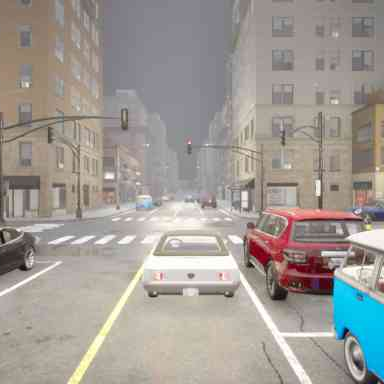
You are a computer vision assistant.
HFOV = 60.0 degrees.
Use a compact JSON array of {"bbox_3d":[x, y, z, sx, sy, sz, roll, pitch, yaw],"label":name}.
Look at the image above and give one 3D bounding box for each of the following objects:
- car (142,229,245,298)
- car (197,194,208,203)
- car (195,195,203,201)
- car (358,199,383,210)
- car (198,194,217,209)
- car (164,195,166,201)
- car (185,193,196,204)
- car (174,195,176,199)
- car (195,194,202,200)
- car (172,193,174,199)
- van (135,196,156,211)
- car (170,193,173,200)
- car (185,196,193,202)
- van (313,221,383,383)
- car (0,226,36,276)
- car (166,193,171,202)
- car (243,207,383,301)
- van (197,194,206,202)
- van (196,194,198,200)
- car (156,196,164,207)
[{"bbox_3d":[-0.018,1.601,8.491,1.895,1.301,4.718,0,0,0],"label":"car"},{"bbox_3d":[2.075,1.306,67.267,2.192,1.841,5.009,0,0,-1],"label":"car"},{"bbox_3d":[1.854,1.511,89.060,1.752,1.417,4.829,0,0,-1],"label":"car"},{"bbox_3d":[13.088,1.286,23.242,4.553,1.767,2.097,0,0,-1],"label":"car"},{"bbox_3d":[2.295,1.310,45.642,2.192,1.841,5.009,0,0,-1],"label":"car"},{"bbox_3d":[-5.913,1.537,56.378,1.887,1.381,4.507,0,0,-1],"label":"car"},{"bbox_3d":[-0.483,1.483,65.078,2.128,1.511,4.902,0,0,-1],"label":"car"},{"bbox_3d":[-6.204,1.300,88.815,2.192,1.841,5.009,0,0,-1],"label":"car"},{"bbox_3d":[1.801,1.424,94.296,1.967,1.590,4.097,0,0,-1],"label":"car"},{"bbox_3d":[-6.155,1.552,83.409,1.947,1.339,4.313,0,0,-1],"label":"car"},{"bbox_3d":[-5.767,1.337,40.160,1.690,1.788,3.998,0,0,-1],"label":"van"},{"bbox_3d":[-6.107,1.539,78.002,2.008,1.369,4.403,0,0,-1],"label":"car"},{"bbox_3d":[-0.684,1.584,75.442,1.895,1.301,4.718,0,0,-1],"label":"car"},{"bbox_3d":[2.623,1.341,2.761,1.690,1.788,3.998,0,0,-1],"label":"van"},{"bbox_3d":[-5.452,1.566,8.198,1.947,1.339,4.313,0,0,-1],"label":"car"},{"bbox_3d":[-6.057,1.514,72.427,1.752,1.417,4.829,0,0,-1],"label":"car"},{"bbox_3d":[2.573,1.315,8.273,2.192,1.841,5.009,0,0,-1],"label":"car"},{"bbox_3d":[2.021,1.330,72.673,1.690,1.788,3.998,0,0,-1],"label":"van"},{"bbox_3d":[2.130,1.333,61.860,1.690,1.788,3.998,0,0,-1],"label":"van"},{"bbox_3d":[-5.864,1.560,50.972,1.947,1.339,4.313,0,0,-1],"label":"car"}]
